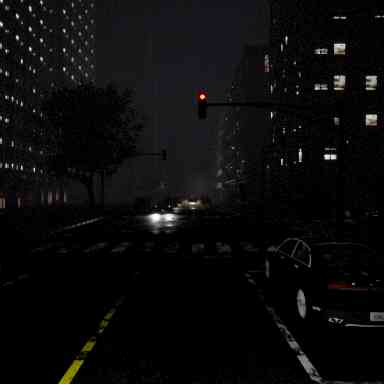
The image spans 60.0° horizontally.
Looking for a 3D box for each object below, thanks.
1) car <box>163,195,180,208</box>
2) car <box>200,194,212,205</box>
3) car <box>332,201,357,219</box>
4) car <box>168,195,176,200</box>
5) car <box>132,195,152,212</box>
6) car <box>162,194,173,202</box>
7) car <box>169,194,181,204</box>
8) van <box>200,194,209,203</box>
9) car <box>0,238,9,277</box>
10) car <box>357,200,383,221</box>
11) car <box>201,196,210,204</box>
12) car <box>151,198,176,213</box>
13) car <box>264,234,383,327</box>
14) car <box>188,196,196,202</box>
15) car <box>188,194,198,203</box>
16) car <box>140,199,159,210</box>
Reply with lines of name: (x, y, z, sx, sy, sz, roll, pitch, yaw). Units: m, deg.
car: (-3.114, 1.557, 49.517, 1.812, 1.442, 4.674, 0, 0, 0)
car: (2.668, 1.611, 61.429, 1.947, 1.339, 4.313, 0, 0, 0)
car: (13.416, 1.350, 26.359, 4.403, 1.369, 2.008, -1, 1, -1)
car: (-5.724, 1.654, 94.564, 2.008, 1.369, 4.403, 0, 0, 0)
car: (-5.706, 1.336, 39.335, 2.192, 1.841, 5.009, 0, 0, 0)
car: (-5.719, 1.386, 77.995, 2.192, 1.841, 5.009, 0, 0, 0)
car: (-3.072, 1.573, 63.761, 1.812, 1.442, 4.674, 0, 0, 0)
van: (2.664, 1.402, 72.475, 1.690, 1.788, 3.998, 0, 0, 0)
car: (-5.694, 1.545, 6.947, 1.887, 1.381, 4.507, 0, 0, 0)
car: (14.931, 1.283, 23.796, 4.892, 1.490, 1.837, -1, 0, -1)
car: (2.666, 1.578, 67.122, 1.752, 1.417, 4.829, 0, 0, 0)
car: (-3.102, 1.620, 37.186, 1.895, 1.301, 4.718, 0, 0, -1)
car: (2.686, 1.551, 6.950, 2.008, 1.369, 4.403, 0, 0, 0)
car: (-0.027, 1.668, 78.942, 1.895, 1.301, 4.718, 0, 0, 0)
car: (0.075, 1.656, 68.940, 1.895, 1.301, 4.718, 0, 0, 0)
car: (-5.707, 1.592, 44.858, 1.947, 1.339, 4.313, 0, 0, 0)
